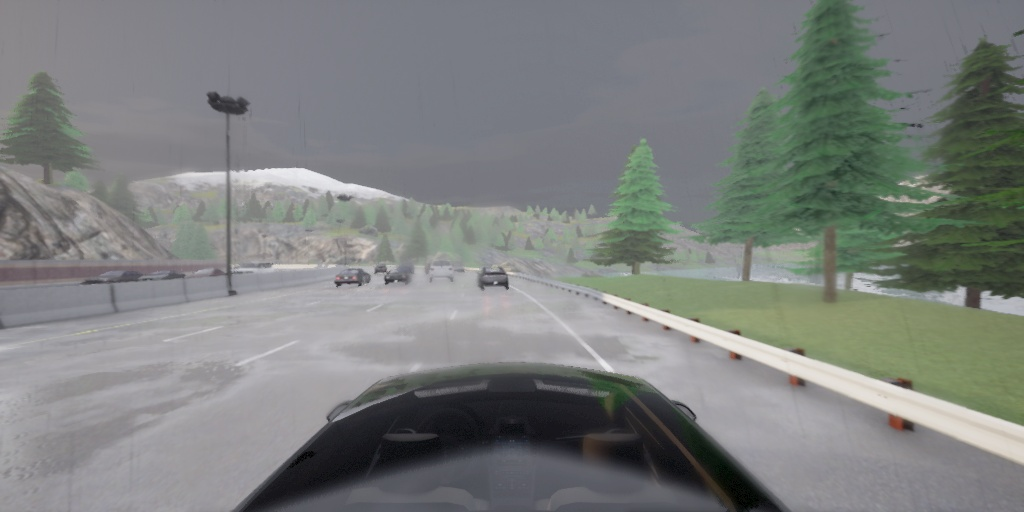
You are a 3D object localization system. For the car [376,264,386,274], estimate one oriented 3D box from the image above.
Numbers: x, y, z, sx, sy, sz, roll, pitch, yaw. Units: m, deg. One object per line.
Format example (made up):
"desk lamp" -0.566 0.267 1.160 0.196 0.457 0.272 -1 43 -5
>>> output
"car" -19.757 1.974 54.236 1.837 1.490 4.892 0 -1 -20

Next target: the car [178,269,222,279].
"car" -28.064 1.902 33.203 1.812 1.442 4.674 -1 -1 -13

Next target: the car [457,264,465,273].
"car" -8.620 1.947 55.212 1.895 1.301 4.718 0 -1 -20

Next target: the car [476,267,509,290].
"car" -1.368 1.468 24.448 2.128 1.511 4.902 0 0 -8

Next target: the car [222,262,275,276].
"car" -24.722 1.556 34.310 2.150 2.045 5.566 -1 -1 -13

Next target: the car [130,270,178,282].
"car" -31.496 1.976 32.529 1.994 1.385 4.181 -1 -1 -13

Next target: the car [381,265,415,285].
"car" -9.581 1.731 30.533 1.895 1.301 4.718 -1 -1 -11

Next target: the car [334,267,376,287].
"car" -12.740 1.700 28.946 2.033 1.411 5.357 -1 -1 -11

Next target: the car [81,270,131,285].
"car" -34.958 1.995 31.992 2.033 1.411 5.357 -1 -1 -13

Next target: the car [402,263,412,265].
"car" -15.175 1.743 51.754 2.097 1.767 4.553 -1 -1 -18

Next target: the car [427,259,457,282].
"car" -6.781 1.355 34.411 2.150 2.045 5.566 0 0 -12

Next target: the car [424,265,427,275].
"car" -11.445 1.697 51.584 2.097 1.767 4.553 -1 -1 -18
